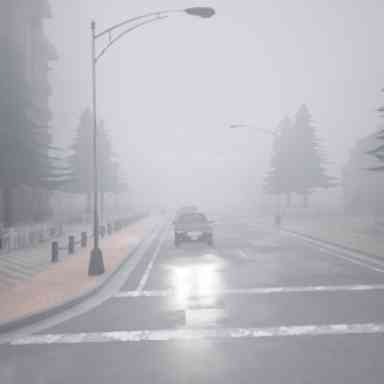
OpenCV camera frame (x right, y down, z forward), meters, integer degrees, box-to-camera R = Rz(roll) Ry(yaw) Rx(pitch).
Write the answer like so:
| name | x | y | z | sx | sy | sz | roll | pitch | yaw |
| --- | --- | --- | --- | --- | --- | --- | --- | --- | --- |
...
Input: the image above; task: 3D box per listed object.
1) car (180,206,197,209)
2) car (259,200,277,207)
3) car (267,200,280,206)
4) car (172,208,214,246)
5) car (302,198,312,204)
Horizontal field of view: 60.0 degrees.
| name | x | y | z | sx | sy | sz | roll | pitch | yaw |
| --- | --- | --- | --- | --- | --- | --- | --- | --- | --- |
| car | -0.253 | 1.930 | 27.378 | 2.097 | 1.767 | 4.553 | -1 | -1 | -3 |
| car | 15.999 | 2.452 | 69.755 | 1.845 | 1.501 | 3.633 | -1 | -1 | -1 |
| car | 18.825 | 2.551 | 77.235 | 1.970 | 1.475 | 3.806 | -1 | -1 | -1 |
| car | 0.041 | 1.865 | 17.477 | 2.128 | 1.511 | 4.902 | -1 | -1 | -2 |
| car | 30.583 | 2.460 | 88.477 | 1.845 | 1.501 | 3.633 | -1 | -1 | -1 |
